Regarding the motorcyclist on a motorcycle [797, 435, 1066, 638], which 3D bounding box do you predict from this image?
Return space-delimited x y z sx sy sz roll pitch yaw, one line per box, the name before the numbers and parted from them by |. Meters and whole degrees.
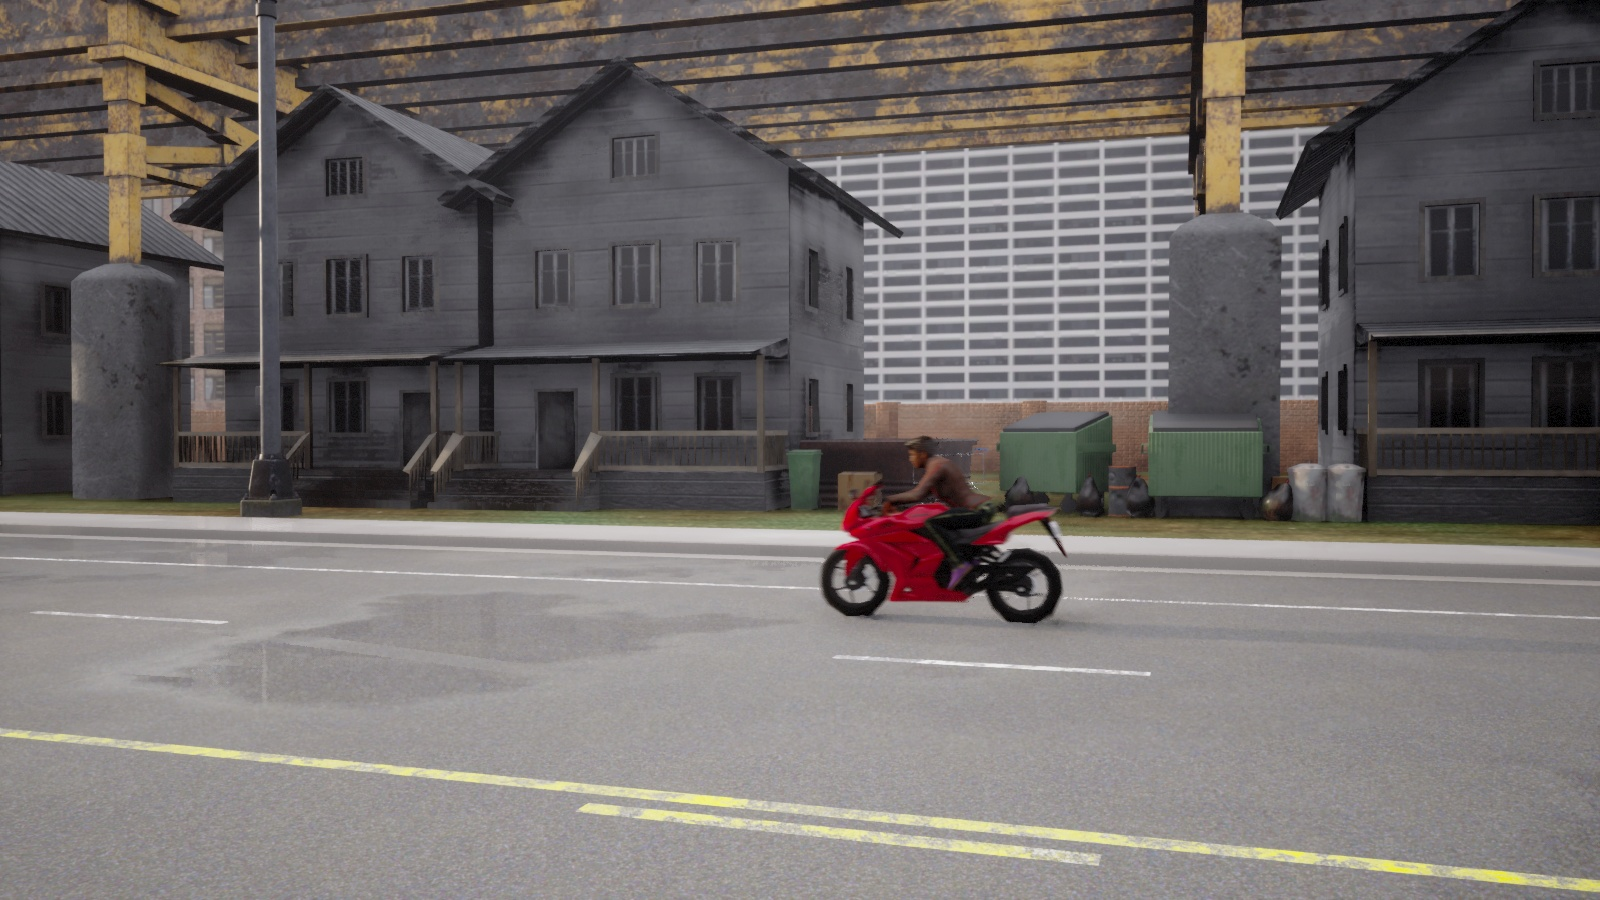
motorcyclist on a motorcycle | 1.072 0.649 10.202 2.044 1.523 0.797 1 1 18
